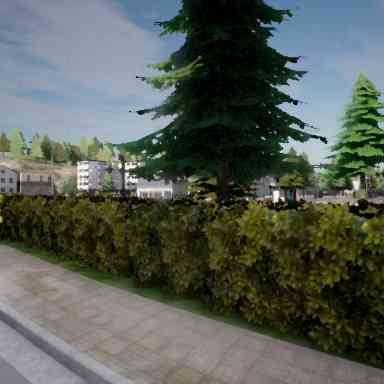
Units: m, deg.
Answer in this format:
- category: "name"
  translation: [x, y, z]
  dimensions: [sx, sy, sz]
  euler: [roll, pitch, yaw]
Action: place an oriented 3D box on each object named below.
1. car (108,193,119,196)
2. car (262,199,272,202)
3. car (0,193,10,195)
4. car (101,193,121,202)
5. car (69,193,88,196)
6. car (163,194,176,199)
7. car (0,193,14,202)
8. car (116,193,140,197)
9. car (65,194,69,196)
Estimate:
- category: "car"
  translation: [-15.205, 1.097, 70.344]
  dimensions: [4.605, 1.855, 1.932]
  euler: [0, 0, -45]
- category: "car"
  translation: [9.908, 1.478, 44.353]
  dimensions: [5.008, 1.535, 1.882]
  euler: [0, 0, -45]
- category: "car"
  translation: [-23.122, 1.330, 40.952]
  dimensions: [5.027, 1.636, 2.152]
  euler: [0, 0, -45]
- category: "car"
  translation: [-17.533, 1.077, 72.131]
  dimensions: [3.866, 1.878, 1.905]
  euler: [0, 0, -45]
- category: "car"
  translation: [-26.486, 1.154, 81.271]
  dimensions: [5.027, 1.636, 2.152]
  euler: [0, 0, -45]
- category: "car"
  translation: [-2.229, 1.221, 37.447]
  dimensions: [5.566, 2.045, 2.150]
  euler: [0, 0, -45]
- category: "car"
  translation: [-41.101, 1.097, 71.348]
  dimensions: [4.605, 1.855, 1.932]
  euler: [0, 0, -45]
- category: "car"
  translation: [-9.685, 1.384, 53.909]
  dimensions: [3.806, 1.475, 1.970]
  euler: [0, 0, -45]
- category: "car"
  translation: [-31.208, 1.232, 85.629]
  dimensions: [3.806, 1.475, 1.970]
  euler: [0, 0, -45]
